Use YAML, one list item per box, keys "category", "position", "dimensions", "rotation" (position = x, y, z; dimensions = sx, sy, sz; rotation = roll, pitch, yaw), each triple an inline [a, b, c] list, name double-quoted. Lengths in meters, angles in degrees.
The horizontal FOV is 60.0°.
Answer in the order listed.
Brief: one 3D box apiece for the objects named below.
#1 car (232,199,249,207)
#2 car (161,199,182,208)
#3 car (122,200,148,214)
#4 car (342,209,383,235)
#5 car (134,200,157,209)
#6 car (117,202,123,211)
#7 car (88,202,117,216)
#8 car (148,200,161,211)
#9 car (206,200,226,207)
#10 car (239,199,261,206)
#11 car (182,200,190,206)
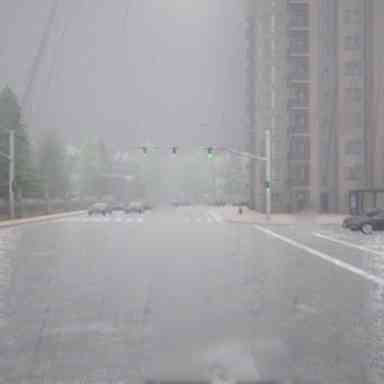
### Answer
- category: "car"
  position: [10.352, 2.322, 69.110]
  dimensions: [4.181, 1.385, 1.994]
  rotation: [0, -1, -37]
- category: "car"
  position: [-4.180, 2.032, 61.199]
  dimensions: [2.097, 1.767, 4.553]
  rotation: [0, -1, 22]
- category: "car"
  position: [-7.034, 1.989, 41.610]
  dimensions: [1.812, 1.442, 4.674]
  rotation: [0, -1, 1]
- category: "car"
  position: [11.866, 1.791, 20.570]
  dimensions: [4.892, 1.490, 1.837]
  rotation: [0, -1, 0]
- category: "car"
  position: [-8.315, 2.216, 60.059]
  dimensions: [2.033, 1.411, 5.357]
  rotation: [0, -1, 18]
- category: "car"
  position: [-10.310, 2.093, 47.519]
  dimensions: [1.994, 1.385, 4.181]
  rotation: [0, -1, 2]
- category: "car"
  position: [-10.569, 1.957, 38.778]
  dimensions: [1.812, 1.442, 4.674]
  rotation: [0, -1, 1]
- category: "car"
  position: [-6.663, 2.118, 51.298]
  dimensions: [2.033, 1.411, 5.357]
  rotation: [0, -1, 6]
- category: "car"
  position: [4.994, 2.293, 69.021]
  dimensions: [4.674, 1.442, 1.812]
  rotation: [1, -1, -42]
- category: "car"
  position: [13.072, 2.334, 74.898]
  dimensions: [4.892, 1.490, 1.837]
  rotation: [0, -1, -24]
- category: "car"
  position: [-2.338, 2.346, 71.333]
  dimensions: [1.994, 1.385, 4.181]
  rotation: [-1, -1, 39]
